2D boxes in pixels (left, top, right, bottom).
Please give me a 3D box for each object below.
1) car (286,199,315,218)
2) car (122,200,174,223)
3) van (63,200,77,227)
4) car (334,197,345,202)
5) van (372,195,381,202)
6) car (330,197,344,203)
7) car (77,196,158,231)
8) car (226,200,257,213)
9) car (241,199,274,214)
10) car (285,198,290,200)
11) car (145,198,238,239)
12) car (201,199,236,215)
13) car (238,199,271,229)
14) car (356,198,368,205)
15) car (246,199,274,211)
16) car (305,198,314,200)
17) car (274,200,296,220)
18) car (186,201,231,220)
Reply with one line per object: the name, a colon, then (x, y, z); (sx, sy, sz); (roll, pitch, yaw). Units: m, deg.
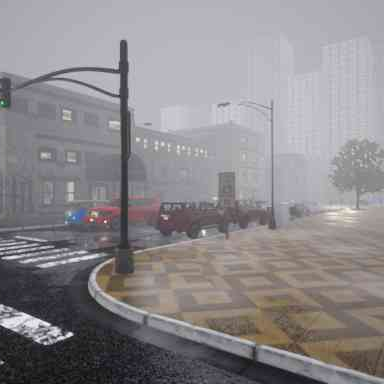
car: (9.728, 1.657, 31.315); (1.947, 1.339, 4.313); (-1, -1, 35)
car: (-3.502, 1.530, 27.152); (1.967, 1.590, 4.097); (-1, -1, 35)
van: (-6.699, 1.413, 22.648); (1.690, 1.788, 3.998); (-1, 0, 35)
car: (38.055, 1.935, 85.719); (1.887, 1.381, 4.507); (-1, -1, 35)
van: (44.890, 1.693, 80.875); (1.690, 1.788, 3.998); (-1, -1, 35)
car: (34.858, 1.914, 81.214); (2.008, 1.369, 4.403); (-1, -1, 35)
car: (-4.246, 1.285, 21.626); (2.150, 2.045, 5.566); (0, 0, 35)
car: (6.088, 1.700, 40.667); (2.008, 1.369, 4.403); (-1, -1, 35)
car: (7.627, 1.639, 38.330); (1.837, 1.490, 4.892); (0, 0, 36)
car: (15.579, 1.741, 54.044); (1.752, 1.417, 4.829); (-1, -1, 35)
car: (0.137, 1.349, 17.801); (2.192, 1.841, 5.009); (-1, -1, 35)
car: (2.892, 1.569, 36.164); (1.967, 1.590, 4.097); (-1, -1, 35)
car: (3.333, 1.367, 22.306); (2.192, 1.841, 5.009); (-1, -1, 35)
car: (32.104, 1.801, 62.851); (2.008, 1.369, 4.403); (-1, -1, 35)
car: (9.285, 1.722, 45.172); (2.008, 1.369, 4.403); (-1, -1, 35)
car: (22.072, 1.815, 63.194); (2.008, 1.369, 4.403); (-1, -1, 35)
car: (6.531, 1.616, 26.810); (1.887, 1.381, 4.507); (-1, -1, 35)
car: (1.592, 1.622, 29.835); (1.812, 1.442, 4.674); (0, 0, 36)
